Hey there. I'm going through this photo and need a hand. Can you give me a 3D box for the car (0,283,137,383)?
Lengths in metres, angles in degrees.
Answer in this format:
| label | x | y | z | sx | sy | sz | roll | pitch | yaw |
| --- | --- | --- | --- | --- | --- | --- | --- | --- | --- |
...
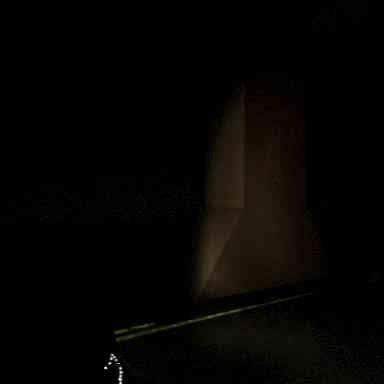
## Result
| label | x | y | z | sx | sy | sz | roll | pitch | yaw |
| --- | --- | --- | --- | --- | --- | --- | --- | --- | --- |
| car | -3.010 | 1.209 | 1.527 | 5.566 | 2.045 | 2.150 | 0 | 0 | -37 |
